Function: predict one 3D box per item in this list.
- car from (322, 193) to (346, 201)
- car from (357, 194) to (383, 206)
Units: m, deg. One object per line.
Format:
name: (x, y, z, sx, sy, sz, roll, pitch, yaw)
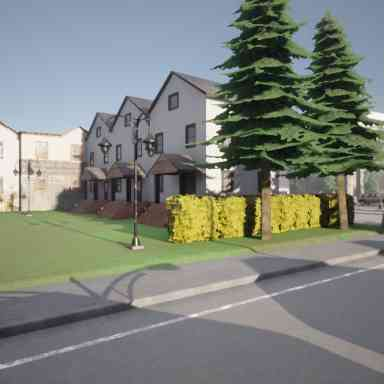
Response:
car: (31.817, 1.097, 74.527, 1.932, 1.855, 4.605, 0, 0, -36)
car: (26.957, 1.097, 49.072, 1.932, 1.855, 4.605, 0, 0, -36)
